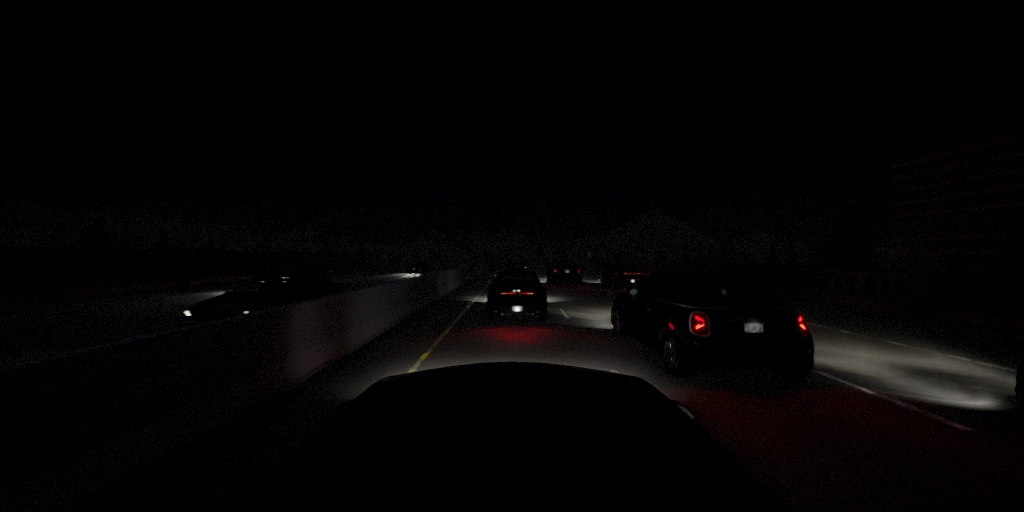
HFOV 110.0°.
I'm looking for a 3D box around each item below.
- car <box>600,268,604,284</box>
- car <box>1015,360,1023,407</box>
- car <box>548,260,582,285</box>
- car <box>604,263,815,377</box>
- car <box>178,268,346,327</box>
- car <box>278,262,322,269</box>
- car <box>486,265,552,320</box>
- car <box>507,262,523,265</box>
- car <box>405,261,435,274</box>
[{"bbox_3d":[7.210,1.220,23.783,1.837,1.490,4.892,0,0,0],"label":"car"},{"bbox_3d":[7.148,1.112,2.380,2.097,1.767,4.553,0,0,0],"label":"car"},{"bbox_3d":[3.722,1.057,26.124,2.097,1.767,4.553,0,0,0],"label":"car"},{"bbox_3d":[3.648,1.096,7.530,2.097,1.767,4.553,0,0,0],"label":"car"},{"bbox_3d":[-7.056,1.267,11.099,2.033,1.411,5.357,0,0,0],"label":"car"},{"bbox_3d":[-13.986,1.188,23.324,1.837,1.490,4.892,0,0,0],"label":"car"},{"bbox_3d":[0.157,1.233,12.539,1.837,1.490,4.892,0,0,0],"label":"car"},{"bbox_3d":[0.246,1.238,30.944,2.033,1.411,5.357,0,0,0],"label":"car"},{"bbox_3d":[-10.368,1.221,39.865,1.994,1.385,4.181,0,0,1],"label":"car"}]
